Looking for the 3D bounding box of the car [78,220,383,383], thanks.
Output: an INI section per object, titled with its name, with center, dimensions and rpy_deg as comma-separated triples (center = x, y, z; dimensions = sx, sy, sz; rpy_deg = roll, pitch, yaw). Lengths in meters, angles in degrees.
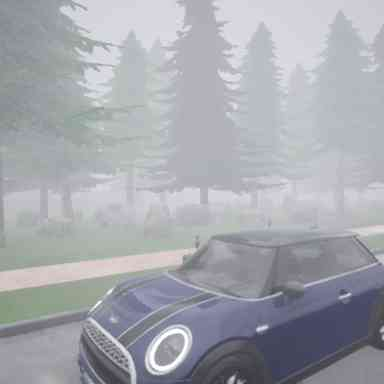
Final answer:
[car]
center = 0.869, 1.348, 4.594
dimensions = 4.553, 1.767, 2.097
rpy_deg = 0, 0, -35
